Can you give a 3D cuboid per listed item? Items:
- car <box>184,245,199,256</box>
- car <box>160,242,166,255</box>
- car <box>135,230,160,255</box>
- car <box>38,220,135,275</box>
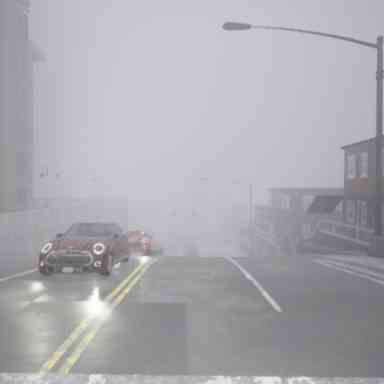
[{"bbox_3d":[-0.055,7.709,42.279,1.895,1.301,4.718,0,-9,0],"label":"car"},{"bbox_3d":[-3.623,5.558,32.138,1.882,1.535,5.008,0,-12,0],"label":"car"},{"bbox_3d":[-3.606,3.290,21.983,2.097,1.767,4.553,0,-11,0],"label":"car"},{"bbox_3d":[-3.594,1.826,11.906,2.097,1.767,4.553,0,-4,0],"label":"car"}]
